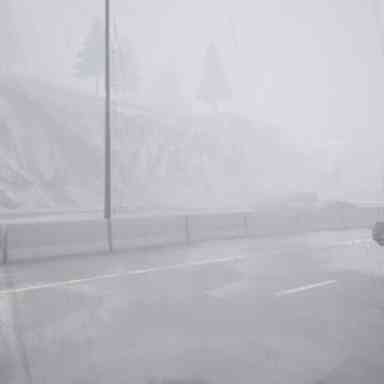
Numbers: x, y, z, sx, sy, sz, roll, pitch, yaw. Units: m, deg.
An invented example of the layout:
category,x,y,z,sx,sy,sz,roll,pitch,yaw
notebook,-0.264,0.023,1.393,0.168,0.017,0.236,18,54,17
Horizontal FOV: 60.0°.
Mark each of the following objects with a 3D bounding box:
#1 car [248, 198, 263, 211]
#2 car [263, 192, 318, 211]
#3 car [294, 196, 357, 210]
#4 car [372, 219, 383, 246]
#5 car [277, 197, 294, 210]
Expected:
category,x,y,z,sx,sy,sz,roll,pitch,yaw
car,8.525,1.289,36.740,4.892,1.490,1.837,0,0,-25
car,10.443,1.016,33.809,5.566,2.045,2.150,0,0,-25
car,10.843,1.326,26.221,4.902,1.511,2.128,0,0,-26
car,9.180,1.433,13.333,4.674,1.442,1.812,0,0,-29
car,10.130,1.381,29.758,4.181,1.385,1.994,0,0,-25
